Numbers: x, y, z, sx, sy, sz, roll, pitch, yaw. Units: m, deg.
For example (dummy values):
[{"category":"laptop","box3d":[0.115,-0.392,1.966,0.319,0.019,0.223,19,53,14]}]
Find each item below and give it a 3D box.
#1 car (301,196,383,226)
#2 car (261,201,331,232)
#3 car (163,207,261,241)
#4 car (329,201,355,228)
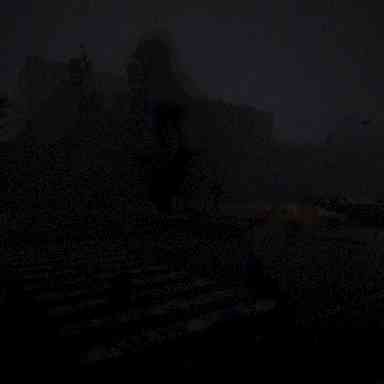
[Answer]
[{"category":"car","box3d":[10.500,1.269,24.021,5.566,2.045,2.435,-1,-1,35]},{"category":"car","box3d":[5.425,1.520,20.645,5.366,1.575,1.946,-1,-1,35]},{"category":"car","box3d":[0.714,1.541,17.049,4.792,1.488,2.163,-1,-1,35]},{"category":"car","box3d":[8.025,1.560,22.291,4.674,1.452,2.002,-1,-1,35]}]
